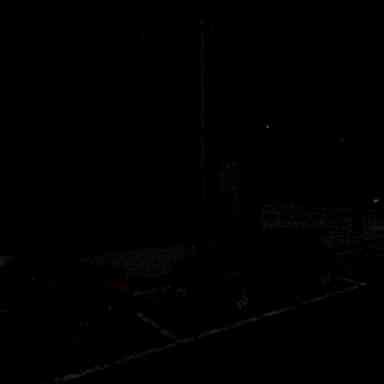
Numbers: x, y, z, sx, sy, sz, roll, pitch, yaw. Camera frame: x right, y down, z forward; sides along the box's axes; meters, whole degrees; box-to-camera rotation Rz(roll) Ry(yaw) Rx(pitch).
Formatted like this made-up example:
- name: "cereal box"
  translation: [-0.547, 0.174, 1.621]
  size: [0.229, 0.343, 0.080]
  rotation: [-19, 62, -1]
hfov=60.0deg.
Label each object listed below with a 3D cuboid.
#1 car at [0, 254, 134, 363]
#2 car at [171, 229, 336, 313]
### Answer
- name: "car"
  translation: [-2.855, 1.582, 4.498]
  size: [4.206, 1.307, 1.802]
  rotation: [0, 0, -35]
- name: "car"
  translation: [1.583, 1.565, 7.663]
  size: [4.313, 1.339, 1.947]
  rotation: [0, 0, -35]
